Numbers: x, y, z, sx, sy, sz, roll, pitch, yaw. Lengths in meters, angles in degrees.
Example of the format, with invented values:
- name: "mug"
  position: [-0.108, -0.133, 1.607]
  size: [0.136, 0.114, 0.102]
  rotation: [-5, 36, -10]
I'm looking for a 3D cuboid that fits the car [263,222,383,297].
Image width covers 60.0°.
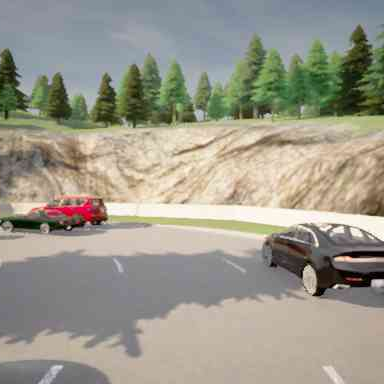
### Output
- name: "car"
  position: [3.338, 1.541, 8.774]
  size: [2.128, 1.511, 4.902]
  rotation: [0, 0, -6]

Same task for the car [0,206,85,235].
- name: "car"
  position: [-8.903, 1.703, 19.400]
  size: [4.718, 1.301, 1.895]
  rotation: [0, 0, 23]

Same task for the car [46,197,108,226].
- name: "car"
  position: [-8.507, 1.342, 22.881]
  size: [5.566, 2.045, 2.150]
  rotation: [0, -1, 17]
